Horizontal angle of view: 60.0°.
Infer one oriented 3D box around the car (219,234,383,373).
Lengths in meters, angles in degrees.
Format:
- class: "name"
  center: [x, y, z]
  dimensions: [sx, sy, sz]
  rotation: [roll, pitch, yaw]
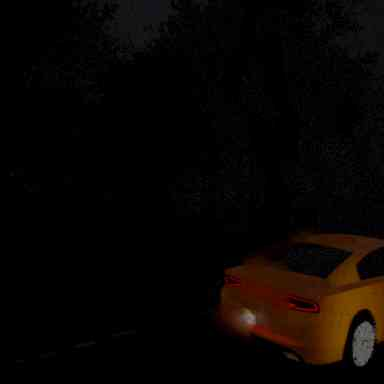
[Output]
- class: "car"
  center: [2.749, 1.479, 5.732]
  dimensions: [5.008, 1.535, 1.882]
  rotation: [0, 0, -36]
